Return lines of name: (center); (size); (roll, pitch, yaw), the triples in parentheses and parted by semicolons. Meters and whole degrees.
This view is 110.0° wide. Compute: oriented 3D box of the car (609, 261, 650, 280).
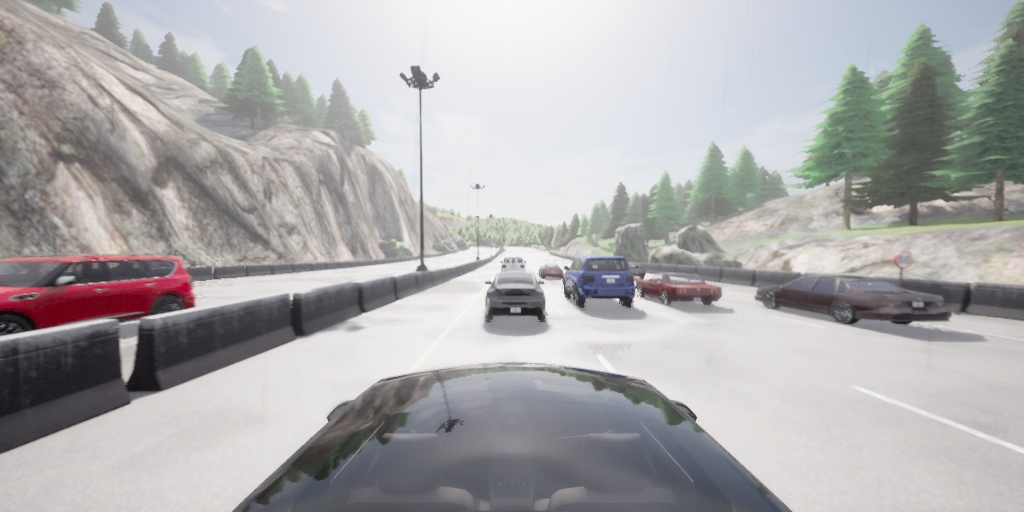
car: (10.605, 1.289, 32.814); (2.128, 1.511, 4.902); (0, 0, 0)

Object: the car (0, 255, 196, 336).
car: (-10.586, 0.987, 8.443); (2.150, 2.045, 5.566); (0, 0, 0)

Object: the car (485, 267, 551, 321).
car: (0.102, 1.280, 12.487); (1.837, 1.490, 4.892); (0, 0, 0)

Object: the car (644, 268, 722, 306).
car: (7.103, 1.385, 15.938); (1.895, 1.301, 4.718); (0, 0, 0)

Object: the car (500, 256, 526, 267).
car: (0.105, 1.019, 32.550); (2.150, 2.045, 5.566); (0, 0, 0)

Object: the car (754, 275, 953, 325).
car: (10.602, 1.322, 11.868); (2.033, 1.411, 5.357); (0, 0, 0)

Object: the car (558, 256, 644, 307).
car: (3.603, 1.005, 15.753); (2.150, 2.045, 5.566); (0, 0, 0)

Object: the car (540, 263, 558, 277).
car: (3.606, 1.359, 33.580); (1.994, 1.385, 4.181); (0, 0, 0)
